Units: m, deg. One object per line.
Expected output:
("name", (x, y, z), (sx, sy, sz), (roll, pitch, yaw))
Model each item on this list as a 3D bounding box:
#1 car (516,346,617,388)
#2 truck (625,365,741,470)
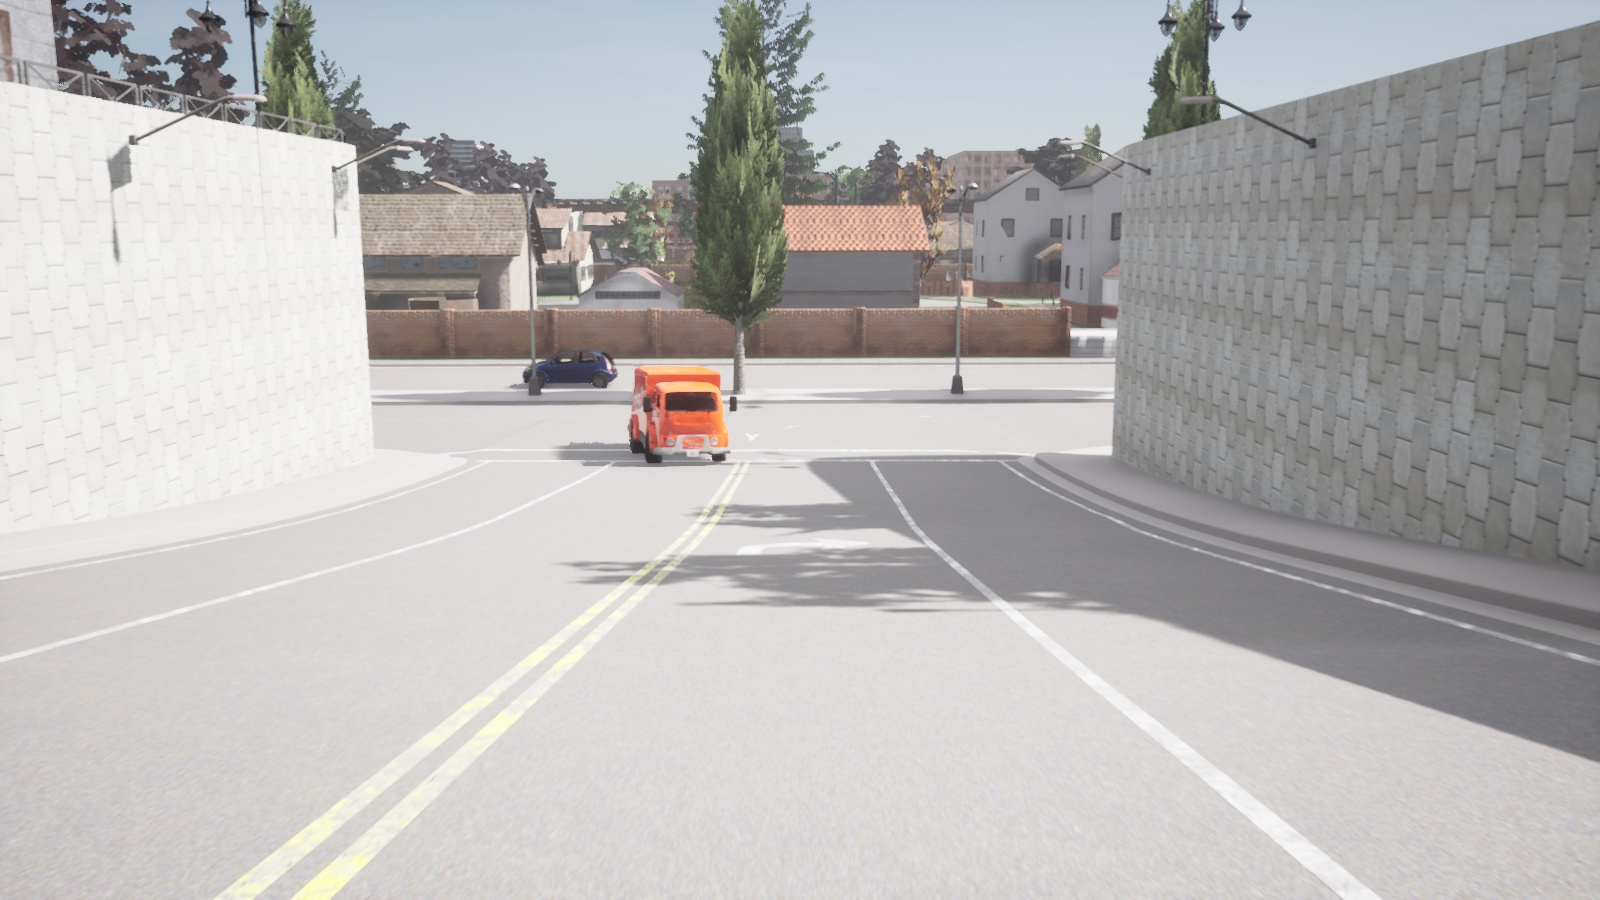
("car", (-9.976, -3.589, 53.898), (3.988, 1.617, 1.851), (0, 10, -1))
("truck", (-3.393, -1.021, 35.232), (2.627, 2.467, 5.204), (-1, 7, -12))
